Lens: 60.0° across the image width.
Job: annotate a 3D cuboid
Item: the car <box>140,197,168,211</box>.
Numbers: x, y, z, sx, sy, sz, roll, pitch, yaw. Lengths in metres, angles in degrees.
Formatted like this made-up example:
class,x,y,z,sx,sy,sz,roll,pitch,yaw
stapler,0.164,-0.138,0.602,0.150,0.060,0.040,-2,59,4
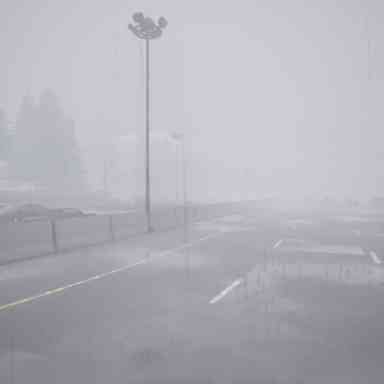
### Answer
class,x,y,z,sx,sy,sz,roll,pitch,yaw
car,-3.619,1.525,38.001,1.812,1.442,4.674,0,0,23

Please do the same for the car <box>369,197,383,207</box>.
class,x,y,z,sx,sy,sz,roll,pitch,yaw
car,28.558,1.502,51.305,1.837,1.490,4.892,0,-1,22

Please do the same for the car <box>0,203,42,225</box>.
class,x,y,z,sx,sy,sz,roll,pitch,yaw
car,-10.765,1.477,20.826,1.882,1.535,5.008,0,0,23

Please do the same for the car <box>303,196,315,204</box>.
class,x,y,z,sx,sy,sz,roll,pitch,yaw
car,22.666,1.502,64.505,1.837,1.490,4.892,0,-1,23

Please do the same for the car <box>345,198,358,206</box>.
class,x,y,z,sx,sy,sz,roll,pitch,yaw
car,26.090,1.600,54.512,1.895,1.301,4.718,0,0,22

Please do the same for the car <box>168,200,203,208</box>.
class,x,y,z,sx,sy,sz,roll,pitch,yaw
car,-0.452,1.601,36.498,1.895,1.301,4.718,0,0,23

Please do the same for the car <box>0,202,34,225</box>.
class,x,y,z,sx,sy,sz,roll,pitch,yaw
car,-13.603,1.526,23.110,1.812,1.442,4.674,0,0,23

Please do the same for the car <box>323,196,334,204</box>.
class,x,y,z,sx,sy,sz,roll,pitch,yaw
car,26.631,1.477,64.931,1.882,1.535,5.008,0,0,23

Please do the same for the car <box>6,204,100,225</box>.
class,x,y,z,sx,sy,sz,roll,pitch,yaw
car,-7.711,1.601,19.062,1.895,1.301,4.718,0,0,23

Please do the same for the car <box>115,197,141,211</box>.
class,x,y,z,sx,sy,sz,roll,pitch,yaw
car,-6.644,1.351,39.827,2.097,1.767,4.553,0,0,23

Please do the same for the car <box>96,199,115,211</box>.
class,x,y,z,sx,sy,sz,roll,pitch,yaw
car,-9.955,1.548,40.979,2.033,1.411,5.357,0,0,23
